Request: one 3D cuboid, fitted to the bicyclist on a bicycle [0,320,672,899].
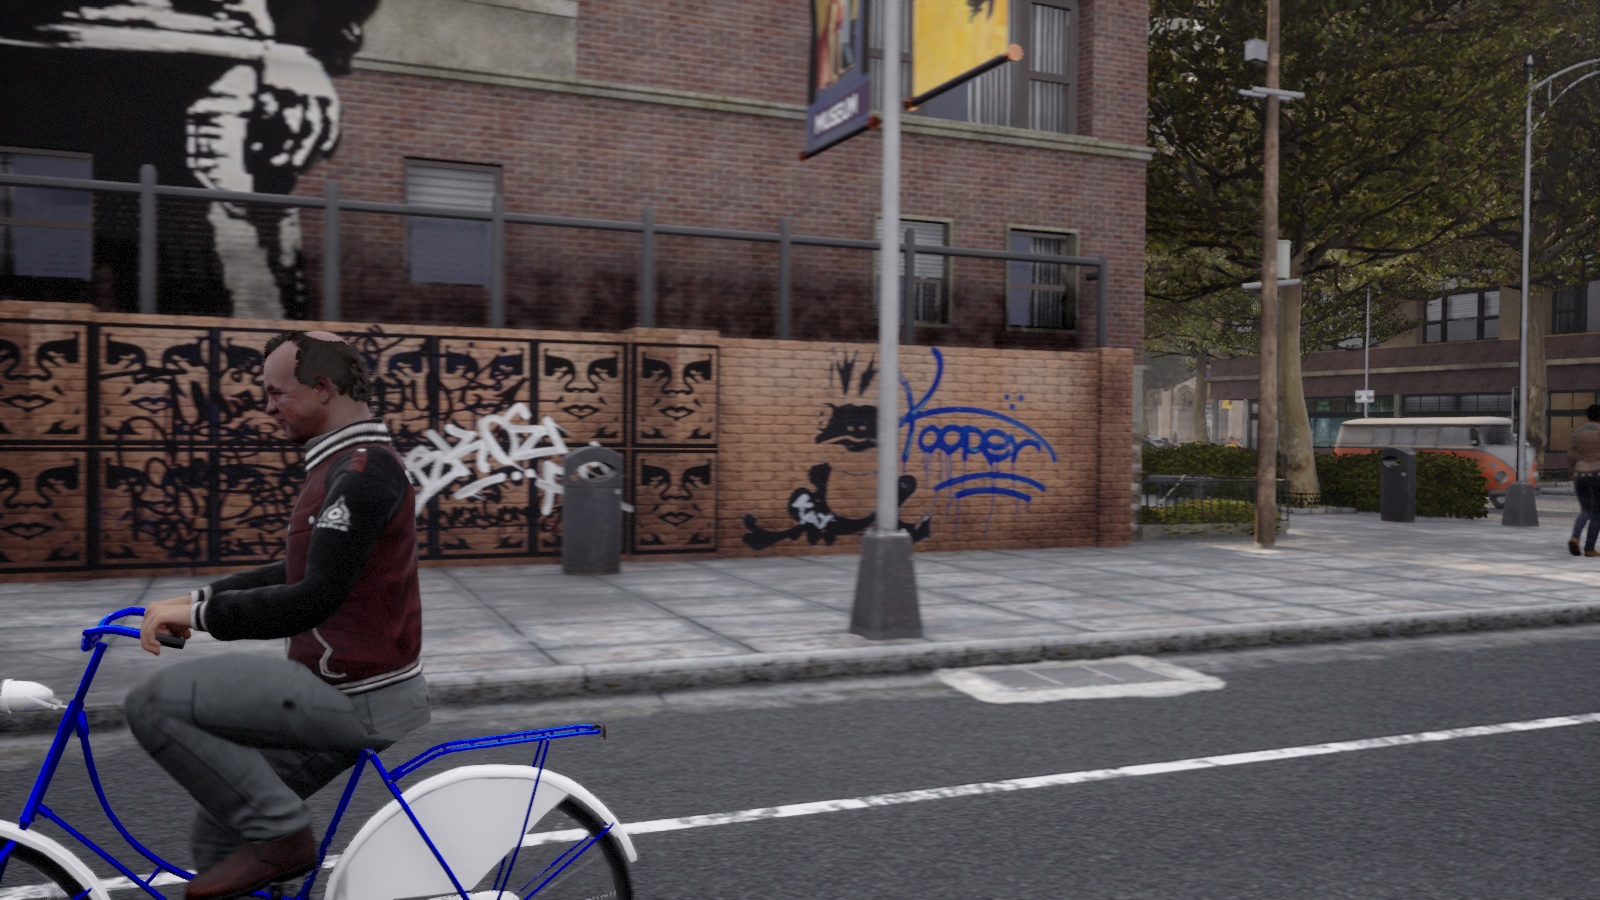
[{"bbox_3d":[-1.266,0.640,2.768,1.843,1.776,0.659,-1,1,-20],"label":"bicyclist on a bicycle"}]

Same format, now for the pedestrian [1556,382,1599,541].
[{"bbox_3d":[9.247,0.124,14.673,0.869,1.805,0.328,-1,1,-31],"label":"pedestrian"}]

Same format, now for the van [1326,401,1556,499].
[{"bbox_3d":[14.065,-0.038,27.850,1.775,1.987,4.442,-1,1,-23],"label":"van"}]
